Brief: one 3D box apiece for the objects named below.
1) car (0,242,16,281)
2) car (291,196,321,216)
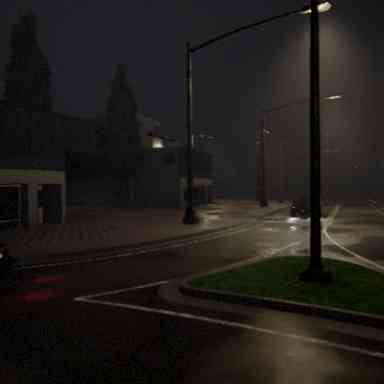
[{"bbox_3d":[-6.663,1.505,6.764,5.357,1.411,2.033,-1,1,-15],"label":"car"},{"bbox_3d":[9.062,1.079,26.261,1.812,1.442,4.674,0,1,25],"label":"car"}]
